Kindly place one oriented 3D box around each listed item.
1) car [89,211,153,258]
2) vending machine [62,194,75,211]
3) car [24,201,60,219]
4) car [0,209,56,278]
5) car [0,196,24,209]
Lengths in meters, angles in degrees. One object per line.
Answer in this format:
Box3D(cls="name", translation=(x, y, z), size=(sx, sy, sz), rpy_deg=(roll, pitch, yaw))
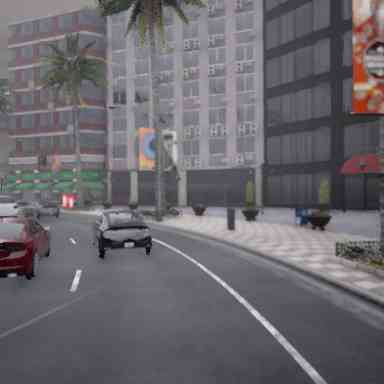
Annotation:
Box3D(cls="car", translation=(-2.858, 1.495, 12.995), size=(2.128, 1.511, 4.902), rpy_deg=(0, 0, -20))
Box3D(cls="vending machine", translation=(-14.909, 1.254, 40.186), size=(0.880, 2.100, 1.100), rpy_deg=(0, 0, 36))
Box3D(cls="car", translation=(-13.026, 1.553, 28.583), size=(2.128, 1.511, 4.902), rpy_deg=(0, 0, -44))
Box3D(cls="car", translation=(-5.435, 1.506, 9.925), size=(1.882, 1.535, 5.008), rpy_deg=(0, 0, -16))
Box3D(cls="car", translation=(-15.658, 1.308, 26.432), size=(2.150, 2.045, 5.566), rpy_deg=(0, 0, -44))
